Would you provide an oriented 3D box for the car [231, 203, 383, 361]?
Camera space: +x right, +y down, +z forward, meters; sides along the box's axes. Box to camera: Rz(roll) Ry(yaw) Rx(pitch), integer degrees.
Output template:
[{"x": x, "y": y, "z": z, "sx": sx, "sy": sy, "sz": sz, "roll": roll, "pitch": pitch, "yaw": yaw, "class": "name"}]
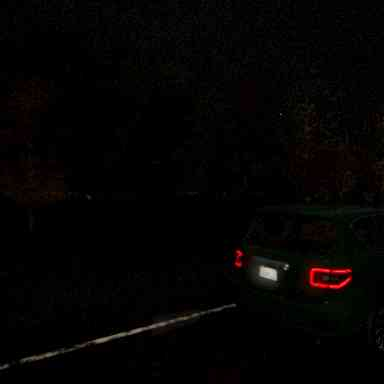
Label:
[{"x": 3.243, "y": 1.225, "z": 6.186, "sx": 5.566, "sy": 2.045, "sz": 2.150, "roll": 0, "pitch": 0, "yaw": -36, "class": "car"}]
